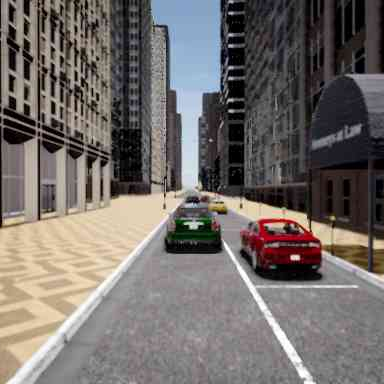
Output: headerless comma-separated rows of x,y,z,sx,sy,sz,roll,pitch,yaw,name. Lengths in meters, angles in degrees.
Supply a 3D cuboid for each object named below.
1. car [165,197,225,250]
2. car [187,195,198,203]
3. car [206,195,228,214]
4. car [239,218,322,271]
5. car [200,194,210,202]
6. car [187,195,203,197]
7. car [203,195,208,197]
0.037,1.273,14.147,2.097,1.767,4.553,0,0,0,car
0.083,1.217,60.394,1.994,1.385,4.181,0,0,0,car
2.556,1.340,32.866,1.752,1.417,4.829,0,0,0,car
2.561,1.486,10.491,1.887,1.381,4.507,0,0,0,car
2.547,1.142,66.174,1.752,1.417,4.829,0,0,0,car
0.088,1.230,43.747,1.882,1.535,5.008,0,0,0,car
2.554,1.335,38.247,2.008,1.369,4.403,0,0,0,car
